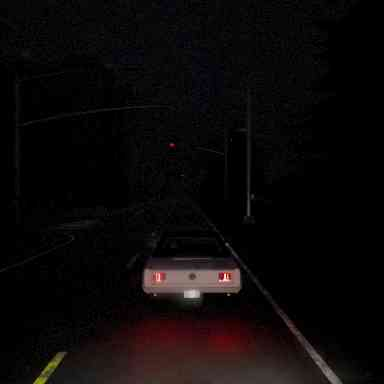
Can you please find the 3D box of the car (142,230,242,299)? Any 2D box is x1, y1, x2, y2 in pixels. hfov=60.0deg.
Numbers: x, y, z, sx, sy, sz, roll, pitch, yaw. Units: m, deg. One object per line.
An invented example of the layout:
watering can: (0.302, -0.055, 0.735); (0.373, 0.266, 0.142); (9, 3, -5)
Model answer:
car: (-0.036, 1.601, 8.377); (1.895, 1.301, 4.718); (0, 0, -1)
